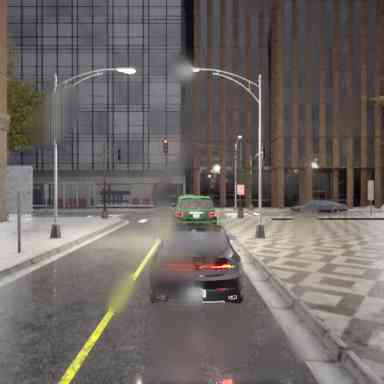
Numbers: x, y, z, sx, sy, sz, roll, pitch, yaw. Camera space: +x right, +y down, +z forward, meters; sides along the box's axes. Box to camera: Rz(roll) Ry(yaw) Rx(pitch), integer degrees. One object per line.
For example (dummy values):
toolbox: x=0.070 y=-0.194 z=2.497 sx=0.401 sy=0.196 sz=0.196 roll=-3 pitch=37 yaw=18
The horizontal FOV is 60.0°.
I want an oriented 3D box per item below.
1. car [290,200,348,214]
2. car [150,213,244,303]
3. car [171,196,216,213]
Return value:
car: x=12.748 y=1.486 z=33.526 sx=5.357 sy=1.411 sz=2.033 roll=0 pitch=0 yaw=0
car: x=0.086 y=1.503 z=8.159 sx=1.837 sy=1.490 sz=4.892 roll=0 pitch=0 yaw=0
car: x=0.048 y=1.218 z=18.151 sx=2.150 sy=2.045 sz=5.566 roll=0 pitch=0 yaw=-3
